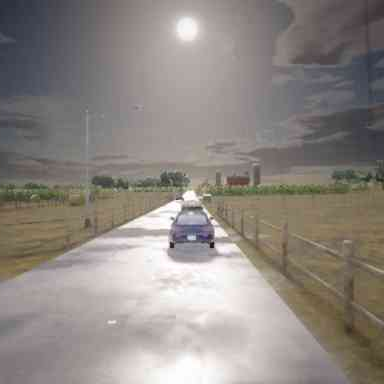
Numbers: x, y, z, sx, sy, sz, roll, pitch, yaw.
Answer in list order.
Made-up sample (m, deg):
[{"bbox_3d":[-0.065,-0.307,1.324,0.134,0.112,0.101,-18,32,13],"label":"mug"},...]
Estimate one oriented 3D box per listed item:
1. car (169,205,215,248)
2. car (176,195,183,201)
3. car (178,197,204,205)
[{"bbox_3d":[0.000,1.533,14.651,1.812,1.442,4.674,0,0,0],"label":"car"},{"bbox_3d":[-2.750,1.450,75.879,1.895,1.301,4.718,0,0,0],"label":"car"},{"bbox_3d":[0.000,1.490,29.651,1.882,1.535,5.008,0,0,0],"label":"car"}]
